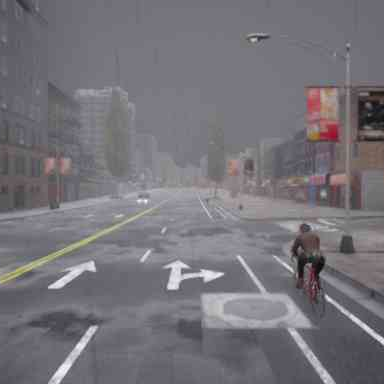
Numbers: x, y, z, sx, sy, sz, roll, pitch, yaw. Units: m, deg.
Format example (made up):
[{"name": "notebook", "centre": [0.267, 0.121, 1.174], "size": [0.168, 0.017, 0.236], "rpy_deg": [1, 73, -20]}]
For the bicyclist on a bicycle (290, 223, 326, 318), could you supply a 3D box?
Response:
[{"name": "bicyclist on a bicycle", "centre": [2.249, 1.453, 6.474], "size": [0.582, 1.620, 1.656], "rpy_deg": [0, 0, 0]}]

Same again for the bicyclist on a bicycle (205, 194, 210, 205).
[{"name": "bicyclist on a bicycle", "centre": [2.271, 1.106, 48.183], "size": [0.866, 1.612, 1.509], "rpy_deg": [0, 1, 0]}]

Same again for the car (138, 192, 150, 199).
[{"name": "car", "centre": [-9.748, 0.633, 68.033], "size": [1.994, 1.385, 4.181], "rpy_deg": [0, 1, 0]}]
